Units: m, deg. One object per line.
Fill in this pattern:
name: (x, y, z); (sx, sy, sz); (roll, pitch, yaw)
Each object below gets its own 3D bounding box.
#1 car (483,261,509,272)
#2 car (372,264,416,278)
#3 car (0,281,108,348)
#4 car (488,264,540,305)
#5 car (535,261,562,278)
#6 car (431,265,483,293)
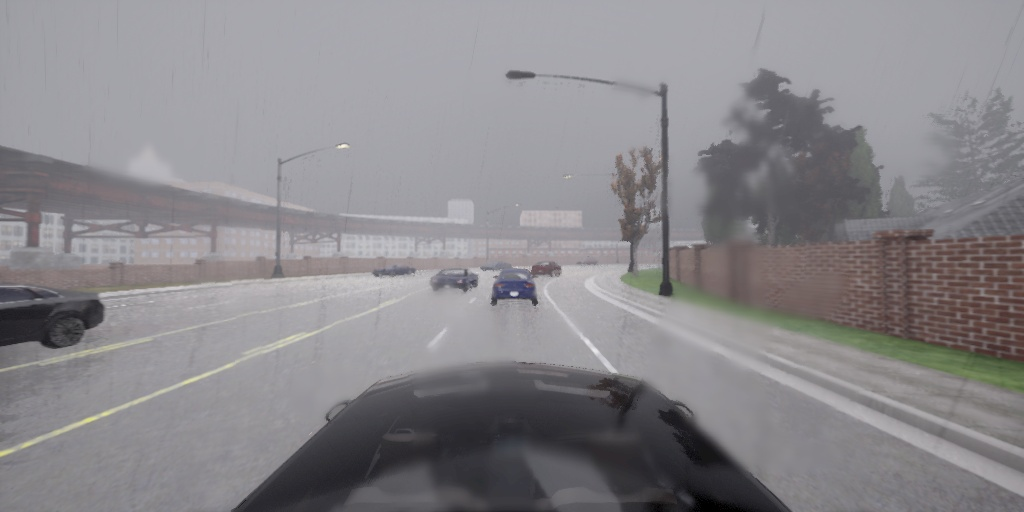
car: (-2.044, 1.321, 47.226); (2.033, 1.411, 5.357); (-1, 0, 31)
car: (-11.357, 1.403, 34.704); (1.895, 1.301, 4.718); (0, 0, 17)
car: (-10.576, 1.245, 6.422); (2.128, 1.511, 4.902); (0, 0, 0)
car: (0.152, 1.286, 16.106); (1.812, 1.442, 4.674); (0, 0, 2)
car: (3.405, 1.177, 34.134); (1.882, 1.535, 5.008); (-2, 0, 22)
car: (-3.156, 1.358, 20.994); (1.895, 1.301, 4.718); (0, 0, 4)
